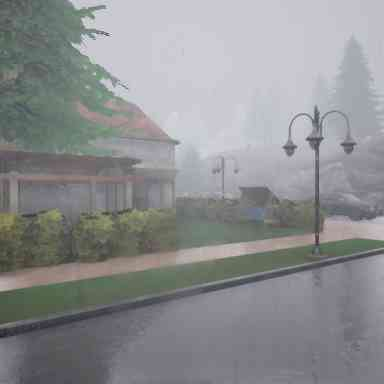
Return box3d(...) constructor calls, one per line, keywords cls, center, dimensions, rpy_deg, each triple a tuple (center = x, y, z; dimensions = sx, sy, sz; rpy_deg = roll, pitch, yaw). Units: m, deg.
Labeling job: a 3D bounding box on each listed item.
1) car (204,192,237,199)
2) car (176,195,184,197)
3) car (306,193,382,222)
box3d(cls="car", center=(3.399, 1.060, 36.206), dimensions=(2.150, 2.045, 5.566), rpy_deg=(0, 0, -36))
box3d(cls="car", center=(-2.685, 1.190, 51.148), dimensions=(2.097, 1.767, 4.553), rpy_deg=(0, 0, -35))
box3d(cls="car", center=(11.214, 1.061, 25.227), dimensions=(2.150, 2.045, 5.566), rpy_deg=(0, 0, -35))
